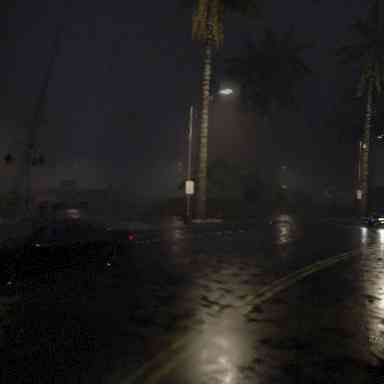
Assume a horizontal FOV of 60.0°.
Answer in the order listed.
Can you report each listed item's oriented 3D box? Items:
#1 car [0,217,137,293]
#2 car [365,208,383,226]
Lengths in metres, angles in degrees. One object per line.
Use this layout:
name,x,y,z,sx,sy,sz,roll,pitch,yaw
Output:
car,-3.785,1.399,8.741,2.033,1.411,5.357,2,0,32
car,15.796,2.002,26.215,4.892,1.490,1.837,2,0,-27
